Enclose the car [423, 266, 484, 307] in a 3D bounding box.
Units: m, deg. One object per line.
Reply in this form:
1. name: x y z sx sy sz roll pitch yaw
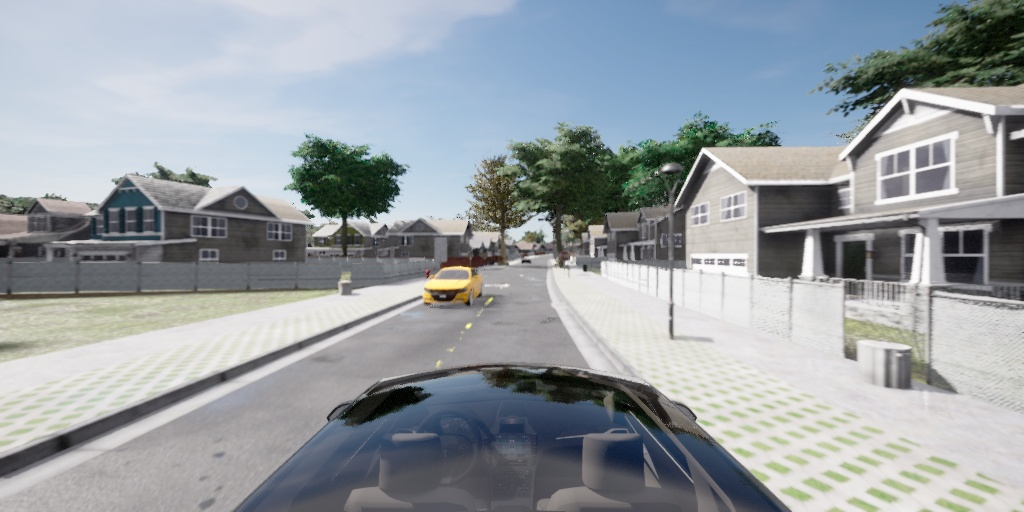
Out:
1. car: -2.419 1.210 15.751 1.882 1.535 5.008 0 0 3
